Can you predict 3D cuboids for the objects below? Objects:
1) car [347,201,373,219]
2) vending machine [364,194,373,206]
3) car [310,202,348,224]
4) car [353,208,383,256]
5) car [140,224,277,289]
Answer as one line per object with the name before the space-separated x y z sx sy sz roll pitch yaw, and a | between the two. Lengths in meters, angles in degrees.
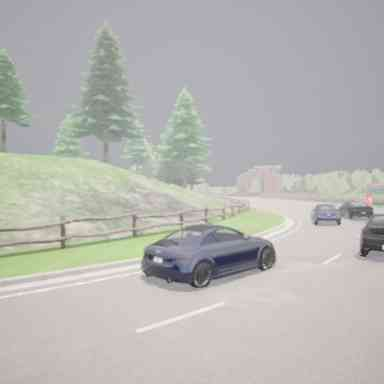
car | 14.599 1.588 29.995 1.882 1.535 5.008 0 0 9
vending machine | 30.939 1.395 58.291 1.100 2.100 0.880 0 0 3
car | 10.311 1.654 25.811 2.033 1.411 5.357 0 0 16
car | 7.642 1.544 12.563 1.837 1.490 4.892 0 0 36
car | 0.611 1.620 9.483 4.181 1.385 1.994 0 0 -44
